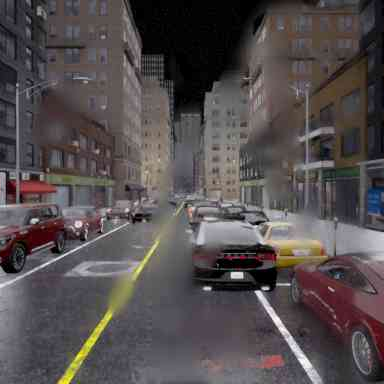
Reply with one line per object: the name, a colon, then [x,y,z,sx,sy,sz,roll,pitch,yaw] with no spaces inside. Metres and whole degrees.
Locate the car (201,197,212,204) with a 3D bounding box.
car: [2.705,1.540,61.029,1.802,1.307,4.206,-1,0,0]

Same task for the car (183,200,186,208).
car: [-0.115,1.479,46.414,1.837,1.490,4.892,0,0,0]

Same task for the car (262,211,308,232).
car: [2.827,1.522,10.926,1.752,1.417,4.829,-1,0,0]

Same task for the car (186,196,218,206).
car: [0.767,1.342,24.940,2.097,1.767,4.553,0,0,-1]

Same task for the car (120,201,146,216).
car: [-5.765,1.567,33.076,1.802,1.307,4.206,-1,0,0]

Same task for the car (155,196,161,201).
car: [-5.840,1.503,61.005,1.887,1.381,4.507,-1,0,0]

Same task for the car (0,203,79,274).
car: [-5.708,1.311,10.733,2.192,1.841,5.009,-1,0,0]

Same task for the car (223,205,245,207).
car: [2.814,1.560,16.342,1.947,1.339,4.313,-1,0,0]

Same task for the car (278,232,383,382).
car: [2.842,1.580,5.170,1.802,1.307,4.206,-1,0,0]

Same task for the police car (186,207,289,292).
police car: [0.875,1.422,9.088,1.930,1.638,5.238,0,0,0]

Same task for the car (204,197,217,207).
car: [2.732,1.496,50.027,1.752,1.417,4.829,-1,0,0]

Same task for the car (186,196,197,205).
car: [-0.162,1.437,60.153,1.882,1.535,5.008,0,0,0]

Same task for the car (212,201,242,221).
car: [2.787,1.539,27.514,2.008,1.369,4.403,-1,0,0]

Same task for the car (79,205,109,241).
car: [-5.722,1.434,16.319,1.967,1.590,4.097,-1,0,0]

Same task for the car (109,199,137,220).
car: [-5.752,1.429,27.490,1.967,1.590,4.097,-1,0,0]

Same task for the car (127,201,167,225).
car: [-3.165,1.591,24.216,1.895,1.301,4.718,0,0,0]

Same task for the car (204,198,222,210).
car: [2.746,1.527,44.271,2.008,1.369,4.403,-1,0,0]

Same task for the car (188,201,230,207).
car: [0.848,1.498,18.978,1.837,1.490,4.892,0,0,0]

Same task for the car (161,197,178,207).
car: [-3.132,1.572,49.229,1.895,1.301,4.718,0,0,0]

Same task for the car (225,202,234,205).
car: [2.801,1.557,21.928,1.947,1.339,4.313,-1,0,0]

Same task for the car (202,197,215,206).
car: [2.719,1.531,55.443,1.947,1.339,4.313,-1,0,0]
